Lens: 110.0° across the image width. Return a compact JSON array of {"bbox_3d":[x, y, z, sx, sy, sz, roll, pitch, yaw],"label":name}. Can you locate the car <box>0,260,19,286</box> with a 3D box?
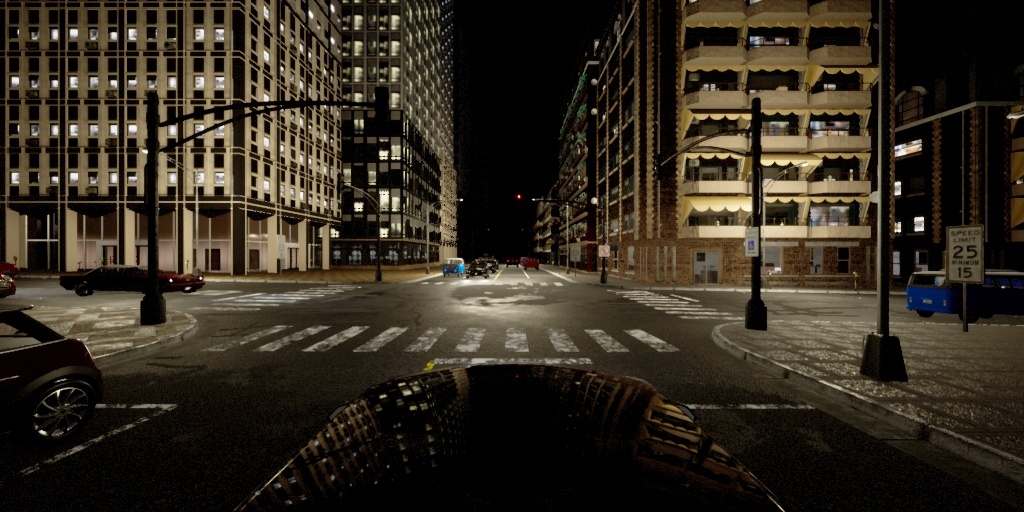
[{"bbox_3d":[-21.133,0.818,13.109,4.097,1.591,1.967,0,0,0],"label":"car"}]

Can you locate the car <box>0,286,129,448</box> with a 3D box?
[{"bbox_3d":[-5.689,1.190,2.323,1.967,1.591,4.097,0,0,0],"label":"car"}]

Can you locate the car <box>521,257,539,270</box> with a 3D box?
[{"bbox_3d":[2.749,1.079,51.441,2.192,1.841,5.009,0,0,0],"label":"car"}]

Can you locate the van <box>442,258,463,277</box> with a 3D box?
[{"bbox_3d":[-5.650,1.097,34.797,1.690,1.789,3.998,0,0,0],"label":"van"}]

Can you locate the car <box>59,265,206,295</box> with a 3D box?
[{"bbox_3d":[-16.395,1.066,15.703,4.718,1.301,1.895,1,0,0],"label":"car"}]

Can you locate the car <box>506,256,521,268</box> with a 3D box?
[{"bbox_3d":[0.077,0.994,63.900,2.150,2.045,5.566,0,0,0],"label":"car"}]

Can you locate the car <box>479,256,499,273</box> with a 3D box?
[{"bbox_3d":[-3.044,0.981,42.878,2.150,2.045,5.566,0,0,1],"label":"car"}]

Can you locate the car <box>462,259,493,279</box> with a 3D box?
[{"bbox_3d":[-3.058,1.260,32.756,1.837,1.490,4.892,0,0,0],"label":"car"}]

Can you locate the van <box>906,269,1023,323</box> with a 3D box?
[{"bbox_3d":[16.926,1.453,13.013,3.998,1.789,1.690,0,0,0],"label":"van"}]
